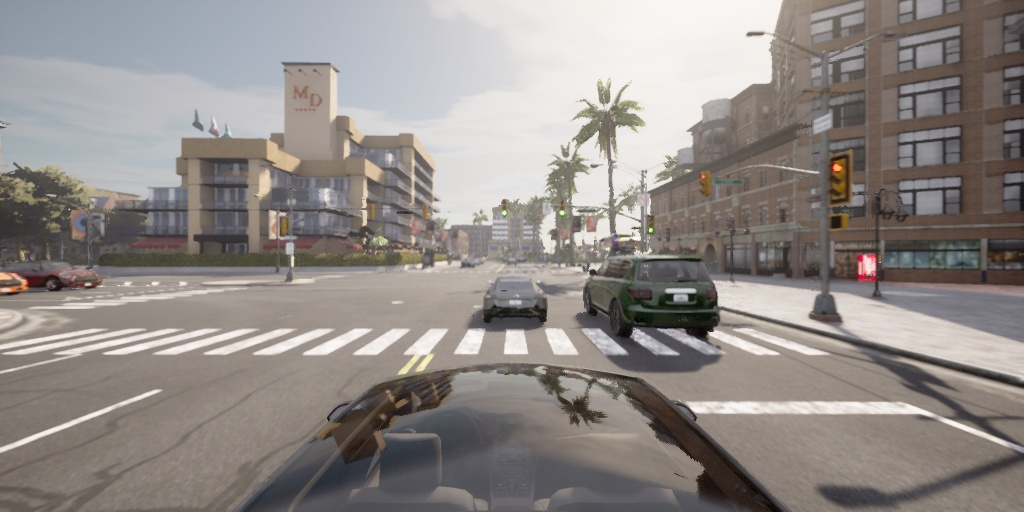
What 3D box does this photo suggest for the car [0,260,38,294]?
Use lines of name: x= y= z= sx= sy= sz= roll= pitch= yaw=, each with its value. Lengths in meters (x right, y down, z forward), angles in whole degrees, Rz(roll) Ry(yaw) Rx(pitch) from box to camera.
car: x=-27.103 y=1.090 z=17.615 sx=4.553 sy=1.767 sz=2.097 roll=0 pitch=0 yaw=0

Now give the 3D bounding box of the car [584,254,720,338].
car: x=3.599 y=0.966 z=10.324 sx=2.150 sy=2.045 sz=5.566 roll=0 pitch=0 yaw=0

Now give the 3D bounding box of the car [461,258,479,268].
car: x=-6.989 y=1.054 z=57.754 sx=2.097 sy=1.767 sz=4.553 roll=0 pitch=0 yaw=0

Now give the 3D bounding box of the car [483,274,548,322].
car: x=0.083 y=1.305 z=12.309 sx=1.994 sy=1.385 sz=4.181 roll=0 pitch=0 yaw=-1

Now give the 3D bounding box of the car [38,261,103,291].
car: x=-27.210 y=1.087 z=21.117 sx=4.553 sy=1.767 sz=2.097 roll=0 pitch=0 yaw=0
